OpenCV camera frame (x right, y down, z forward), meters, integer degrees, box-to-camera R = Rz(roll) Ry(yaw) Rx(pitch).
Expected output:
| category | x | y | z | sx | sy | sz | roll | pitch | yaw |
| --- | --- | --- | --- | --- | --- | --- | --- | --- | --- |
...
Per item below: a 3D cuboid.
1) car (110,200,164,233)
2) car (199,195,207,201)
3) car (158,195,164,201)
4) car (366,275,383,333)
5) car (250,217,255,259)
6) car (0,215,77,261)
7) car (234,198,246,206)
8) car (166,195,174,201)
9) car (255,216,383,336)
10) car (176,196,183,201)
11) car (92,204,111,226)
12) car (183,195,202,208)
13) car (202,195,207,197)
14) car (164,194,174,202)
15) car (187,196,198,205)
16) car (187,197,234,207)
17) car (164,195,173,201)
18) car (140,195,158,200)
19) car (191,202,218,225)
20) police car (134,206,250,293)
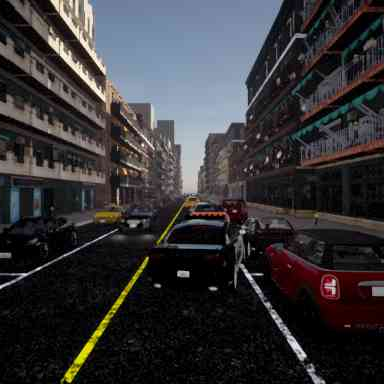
| category | x | y | z | sx | sy | sz | roll | pitch | yaw |
| --- | --- | --- | --- | --- | --- | --- | --- | --- | --- |
| car | -3.074 | 1.490 | 19.874 | 2.128 | 1.511 | 4.902 | 0 | 0 | 0 |
| car | 2.803 | 1.520 | 85.584 | 1.887 | 1.381 | 4.507 | 0 | 0 | 0 |
| car | -5.628 | 1.307 | 46.145 | 2.192 | 1.841 | 5.009 | 0 | 0 | 0 |
| car | 2.693 | 1.545 | 1.038 | 1.887 | 1.381 | 4.507 | 0 | 0 | 0 |
| car | 2.708 | 1.551 | 12.310 | 2.008 | 1.369 | 4.403 | 0 | 0 | 0 |
| car | -5.673 | 1.566 | 12.325 | 1.947 | 1.339 | 4.313 | 0 | 0 | 0 |
| car | 2.724 | 1.313 | 23.584 | 2.192 | 1.841 | 5.009 | 0 | 0 | 0 |
| car | -5.577 | 1.520 | 85.599 | 1.887 | 1.381 | 4.507 | 0 | 0 | 0 |
| car | 2.701 | 1.440 | 6.675 | 1.967 | 1.590 | 4.097 | 0 | 0 | 0 |
| car | -2.896 | 1.579 | 79.327 | 1.895 | 1.301 | 4.718 | 0 | 0 | 0 |
| car | -5.658 | 1.524 | 23.428 | 1.752 | 1.417 | 4.829 | 0 | 0 | 0 |
| car | 0.064 | 1.470 | 45.559 | 1.882 | 1.535 | 5.008 | 0 | 0 | 0 |
| car | 2.789 | 1.506 | 74.481 | 1.752 | 1.417 | 4.829 | 0 | 0 | 0 |
| car | -5.591 | 1.296 | 74.326 | 2.192 | 1.841 | 5.009 | 0 | 0 | 0 |
| car | 0.078 | 1.465 | 60.189 | 1.882 | 1.535 | 5.008 | 0 | 0 | 0 |
| car | 0.924 | 1.350 | 18.781 | 2.097 | 1.767 | 4.553 | 0 | 0 | 0 |
| car | -5.584 | 1.418 | 79.962 | 1.967 | 1.590 | 4.097 | 0 | 0 | 0 |
| car | -5.636 | 1.434 | 40.508 | 1.967 | 1.590 | 4.097 | 0 | 0 | 0 |
| car | 0.856 | 1.524 | 24.803 | 1.812 | 1.442 | 4.674 | 0 | 0 | 0 |
| police car | 0.400 | 1.422 | 9.148 | 1.930 | 1.638 | 5.238 | -1 | 0 | 13 |
